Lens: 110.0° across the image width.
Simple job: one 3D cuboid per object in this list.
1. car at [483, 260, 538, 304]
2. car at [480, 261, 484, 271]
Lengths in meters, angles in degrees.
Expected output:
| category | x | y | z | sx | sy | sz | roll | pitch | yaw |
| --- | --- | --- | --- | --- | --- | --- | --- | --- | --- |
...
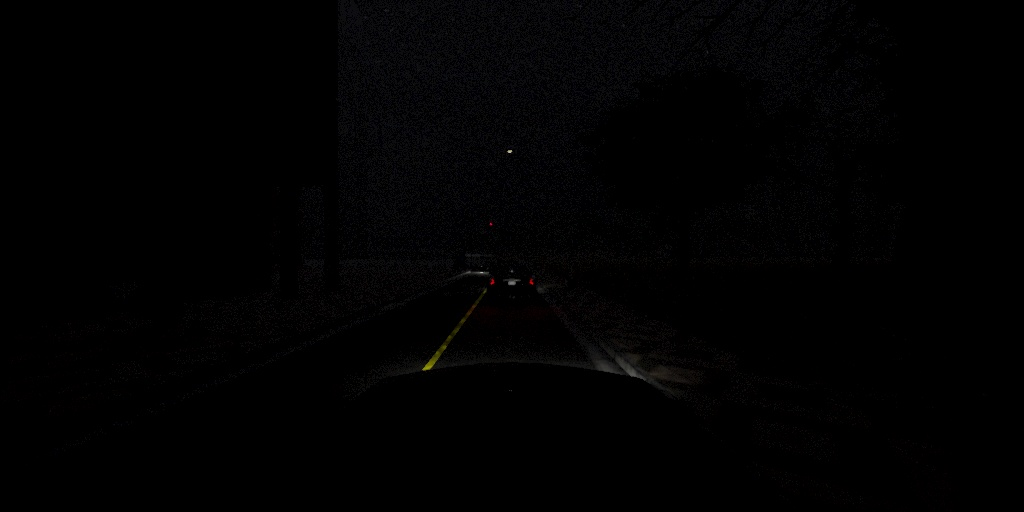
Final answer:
| category | x | y | z | sx | sy | sz | roll | pitch | yaw |
| --- | --- | --- | --- | --- | --- | --- | --- | --- | --- |
| car | 0.000 | 1.103 | 16.470 | 2.097 | 1.767 | 4.553 | 0 | 0 | 0 |
| car | -3.000 | 1.251 | 46.501 | 1.837 | 1.490 | 4.892 | 0 | 0 | 0 |
